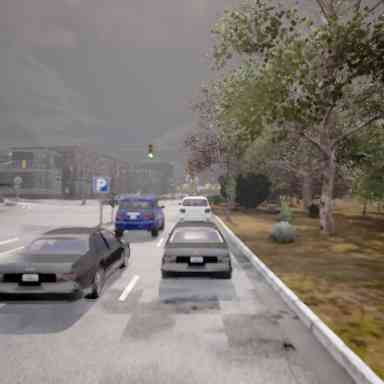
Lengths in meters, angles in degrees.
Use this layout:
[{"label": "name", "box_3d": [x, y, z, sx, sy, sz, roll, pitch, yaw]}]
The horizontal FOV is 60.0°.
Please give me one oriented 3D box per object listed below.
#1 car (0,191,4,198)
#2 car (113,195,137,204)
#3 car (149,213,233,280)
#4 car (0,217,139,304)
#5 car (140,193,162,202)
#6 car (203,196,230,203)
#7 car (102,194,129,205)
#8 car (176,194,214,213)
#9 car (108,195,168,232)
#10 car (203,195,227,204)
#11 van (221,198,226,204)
[{"label": "car", "box_3d": [-31.187, 0.375, 52.910, 2.002, 1.452, 4.674, 6, -3, -19]}, {"label": "car", "box_3d": [-13.734, 1.502, 67.989, 4.553, 1.767, 2.185, -1, -1, -14]}, {"label": "car", "box_3d": [0.112, 1.607, 10.122, 2.033, 1.411, 5.357, 0, 0, 0]}, {"label": "car", "box_3d": [-2.893, 1.597, 8.469, 2.033, 1.411, 5.357, 0, 0, 0]}, {"label": "car", "box_3d": [-11.040, 1.465, 88.987, 5.566, 2.045, 2.435, -1, -1, -12]}, {"label": "car", "box_3d": [5.173, 1.581, 70.610, 5.366, 1.575, 1.946, 1, 0, -13]}, {"label": "car", "box_3d": [-14.470, 1.637, 62.044, 4.792, 1.488, 2.163, -1, 0, -15]}, {"label": "car", "box_3d": [0.210, 1.363, 23.676, 2.150, 2.045, 5.566, 0, 0, 0]}, {"label": "car", "box_3d": [-2.834, 1.335, 18.920, 2.150, 2.045, 5.566, 0, 0, 1]}, {"label": "car", "box_3d": [4.639, 1.445, 67.617, 4.553, 1.767, 2.185, 1, 0, -14]}, {"label": "van", "box_3d": [4.256, 1.333, 64.647, 4.442, 1.987, 1.878, 1, 0, -14]}]
